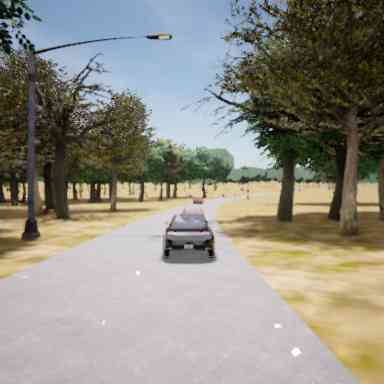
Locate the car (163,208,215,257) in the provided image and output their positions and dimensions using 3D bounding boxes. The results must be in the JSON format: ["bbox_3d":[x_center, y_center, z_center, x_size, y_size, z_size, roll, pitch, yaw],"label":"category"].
[{"bbox_3d":[-0.110,1.628,13.503,2.128,1.511,4.902,0,0,0],"label":"car"}]

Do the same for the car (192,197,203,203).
[{"bbox_3d":[1.289,1.809,70.249,1.882,1.535,5.008,0,0,8],"label":"car"}]

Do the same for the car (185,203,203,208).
[{"bbox_3d":[0.140,1.874,28.256,1.895,1.301,4.718,0,0,2],"label":"car"}]
